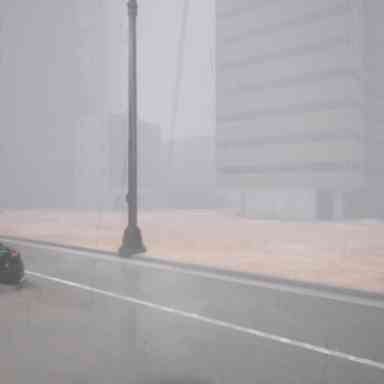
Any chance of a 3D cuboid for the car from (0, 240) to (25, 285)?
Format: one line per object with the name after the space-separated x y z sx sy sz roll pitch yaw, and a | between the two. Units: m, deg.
-6.031 1.565 8.282 4.181 1.385 1.994 0 0 36 | car
